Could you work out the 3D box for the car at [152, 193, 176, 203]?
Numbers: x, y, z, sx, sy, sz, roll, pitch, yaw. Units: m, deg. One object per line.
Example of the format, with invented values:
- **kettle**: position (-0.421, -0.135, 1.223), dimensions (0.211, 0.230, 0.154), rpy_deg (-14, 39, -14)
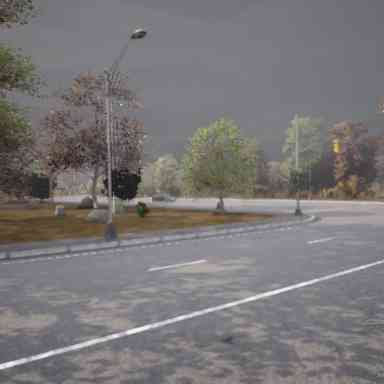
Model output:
- **car**: position (-4.410, 0.917, 52.520), dimensions (2.128, 1.511, 4.902), rpy_deg (-2, 1, -39)
